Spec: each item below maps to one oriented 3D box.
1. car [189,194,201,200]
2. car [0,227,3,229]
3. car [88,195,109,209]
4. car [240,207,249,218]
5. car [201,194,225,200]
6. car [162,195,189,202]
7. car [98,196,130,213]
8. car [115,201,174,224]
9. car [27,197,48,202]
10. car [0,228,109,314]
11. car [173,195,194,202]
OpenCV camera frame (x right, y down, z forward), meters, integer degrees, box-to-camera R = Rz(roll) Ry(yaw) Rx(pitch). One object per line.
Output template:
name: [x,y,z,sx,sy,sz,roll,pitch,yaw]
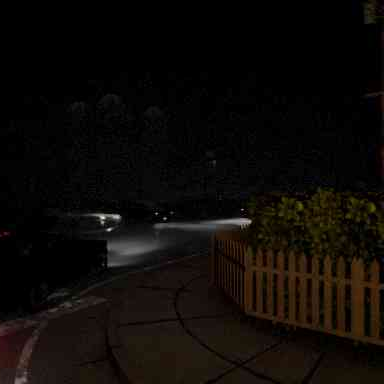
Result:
car: [0.967,1.310,61.565,4.605,1.855,1.932,0,0,35]
car: [-8.351,1.564,10.978,4.181,1.385,1.994,0,0,-34]
car: [-11.599,1.521,42.925,3.905,1.438,1.784,0,0,35]
car: [6.139,1.601,29.828,1.895,1.301,4.718,0,0,35]
car: [4.213,1.489,57.334,2.128,1.511,4.902,0,0,35]
car: [-3.002,1.478,46.950,1.882,1.535,5.008,0,0,35]
car: [-8.025,1.478,36.648,1.882,1.535,5.008,0,0,12]
car: [-3.530,1.601,25.302,4.718,1.301,1.895,0,0,44]
car: [-22.884,1.506,49.217,4.193,1.474,1.816,0,0,35]
car: [-3.573,1.601,7.652,1.895,1.301,4.718,0,0,7]
car: [-2.036,1.480,80.620,4.611,1.667,2.242,0,0,35]
